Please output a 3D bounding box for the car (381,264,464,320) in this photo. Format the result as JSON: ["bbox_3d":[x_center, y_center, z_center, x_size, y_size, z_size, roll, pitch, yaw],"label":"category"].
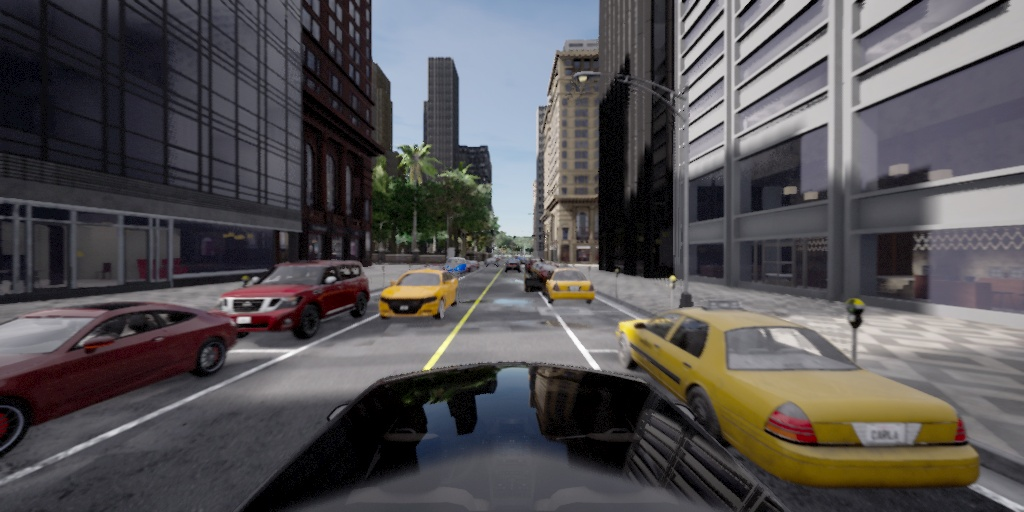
[{"bbox_3d":[-3.097,1.216,12.804,1.882,1.535,5.008,0,0,0],"label":"car"}]

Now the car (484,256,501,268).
[{"bbox_3d":[-2.993,0.948,54.393,1.812,1.442,4.674,0,0,0],"label":"car"}]

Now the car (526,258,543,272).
[{"bbox_3d":[2.767,1.246,37.507,1.751,1.417,4.829,0,0,0],"label":"car"}]

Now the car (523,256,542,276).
[{"bbox_3d":[2.768,1.032,42.763,2.192,1.841,5.009,0,0,0],"label":"car"}]

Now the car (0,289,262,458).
[{"bbox_3d":[-5.762,1.328,4.798,1.802,1.307,4.207,0,0,0],"label":"car"}]

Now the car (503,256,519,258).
[{"bbox_3d":[0.028,1.184,54.436,1.882,1.535,5.008,0,0,1],"label":"car"}]

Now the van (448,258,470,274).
[{"bbox_3d":[-5.758,1.061,37.353,1.690,1.789,3.998,0,0,0],"label":"van"}]

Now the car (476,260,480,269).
[{"bbox_3d":[-5.756,1.289,53.632,1.802,1.307,4.207,0,0,0],"label":"car"}]

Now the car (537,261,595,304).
[{"bbox_3d":[2.353,1.192,16.102,1.801,1.575,5.366,0,0,0],"label":"car"}]

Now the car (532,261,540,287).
[{"bbox_3d":[2.765,1.273,26.488,1.888,1.381,4.507,0,0,0],"label":"car"}]

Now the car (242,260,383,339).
[{"bbox_3d":[-5.761,1.055,10.223,2.192,1.841,5.009,0,0,0],"label":"car"}]

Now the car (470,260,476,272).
[{"bbox_3d":[-5.757,1.156,42.780,1.967,1.591,4.097,0,0,0],"label":"car"}]

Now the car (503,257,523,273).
[{"bbox_3d":[0.079,1.221,43.955,1.837,1.490,4.892,0,0,0],"label":"car"}]

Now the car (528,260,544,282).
[{"bbox_3d":[2.767,1.275,31.912,2.007,1.370,4.403,0,0,0],"label":"car"}]

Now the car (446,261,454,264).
[{"bbox_3d":[-5.759,1.273,26.501,1.888,1.381,4.507,0,0,0],"label":"car"}]

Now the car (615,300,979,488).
[{"bbox_3d":[2.764,1.272,4.958,1.751,1.417,4.829,0,0,0],"label":"car"}]
